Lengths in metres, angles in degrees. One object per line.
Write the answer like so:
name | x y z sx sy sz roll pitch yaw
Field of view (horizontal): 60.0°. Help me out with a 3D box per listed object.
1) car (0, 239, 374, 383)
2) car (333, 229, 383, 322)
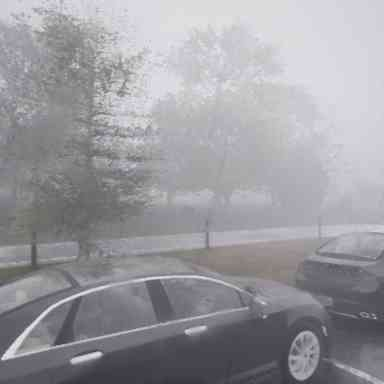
car | -0.470 1.480 3.697 4.892 1.521 2.231 0 -3 -33
car | 4.209 1.496 6.757 4.892 1.521 2.231 0 -3 -32
